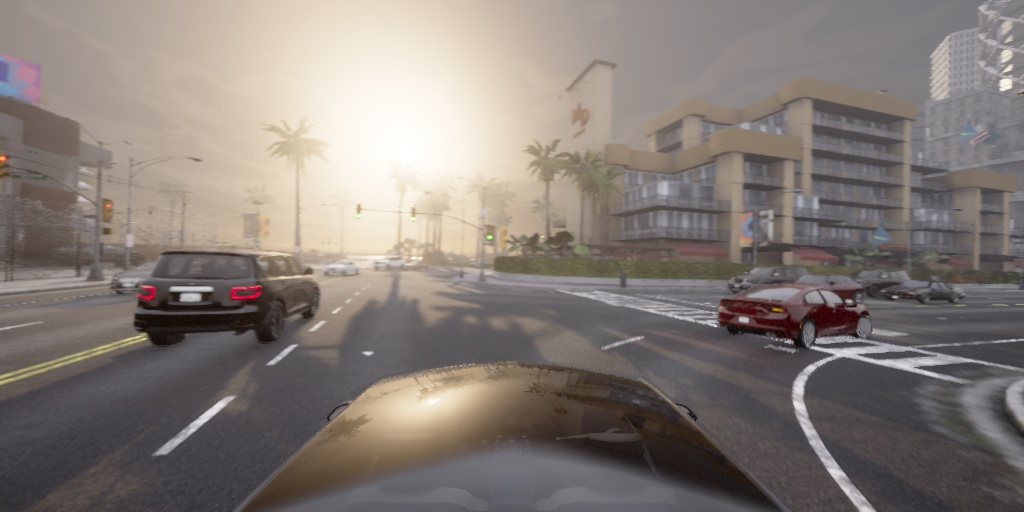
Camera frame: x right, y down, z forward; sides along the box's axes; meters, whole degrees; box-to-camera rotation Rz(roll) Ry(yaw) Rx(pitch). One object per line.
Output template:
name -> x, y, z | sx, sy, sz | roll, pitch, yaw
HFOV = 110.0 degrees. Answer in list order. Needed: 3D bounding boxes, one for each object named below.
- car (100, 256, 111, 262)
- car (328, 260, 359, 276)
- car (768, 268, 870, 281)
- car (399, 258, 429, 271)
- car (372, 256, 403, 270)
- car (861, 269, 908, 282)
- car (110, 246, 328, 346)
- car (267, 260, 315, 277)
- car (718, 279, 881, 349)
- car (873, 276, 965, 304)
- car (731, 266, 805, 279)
car -> -16.284, 0.936, 17.011 | 2.128, 1.511, 4.902 | 2, -1, -15
car -> -16.549, 1.151, 35.086 | 1.812, 1.442, 4.674 | 2, -1, 0
car -> 17.683, 1.806, 20.715 | 4.553, 1.767, 2.097 | 2, -1, -16
car -> -13.995, 1.407, 52.612 | 1.812, 1.442, 4.674 | 1, -1, 19
car -> -17.831, 0.991, 52.249 | 2.150, 2.045, 5.566 | 1, -1, 18
car -> 27.383, 2.020, 27.191 | 5.566, 2.045, 2.150 | 2, -1, -16
car -> -6.646, 0.859, 9.184 | 2.150, 2.045, 5.566 | 2, -1, -16
car -> -19.754, 1.068, 32.261 | 1.994, 1.385, 4.181 | 2, -1, -6
car -> 8.119, 1.548, 10.252 | 5.008, 1.535, 1.882 | 2, -2, -27
car -> 26.763, 2.288, 23.365 | 5.357, 1.411, 2.033 | 2, -1, -16
car -> 17.448, 1.706, 24.302 | 5.566, 2.045, 2.150 | 2, -1, -16
